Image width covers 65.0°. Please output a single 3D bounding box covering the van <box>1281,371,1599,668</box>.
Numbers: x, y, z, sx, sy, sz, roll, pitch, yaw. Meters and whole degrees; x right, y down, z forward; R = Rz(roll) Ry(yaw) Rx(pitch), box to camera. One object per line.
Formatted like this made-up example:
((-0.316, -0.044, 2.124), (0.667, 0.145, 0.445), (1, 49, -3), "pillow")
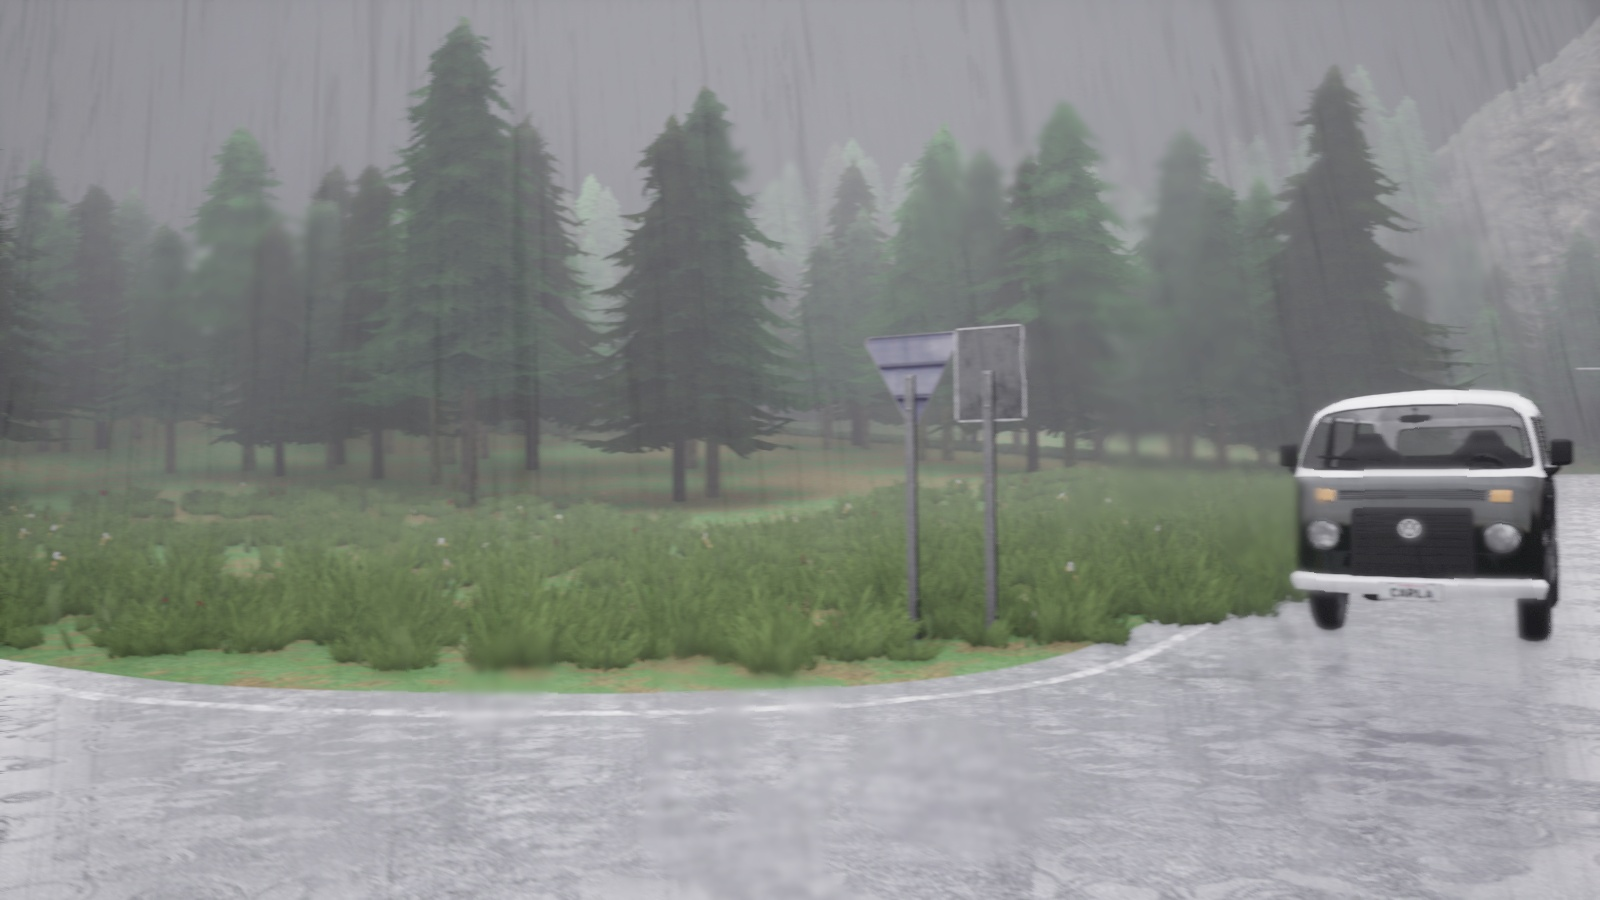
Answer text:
((5.828, 0.482, 11.054), (2.069, 2.038, 4.480), (-1, 0, 33), "van")
